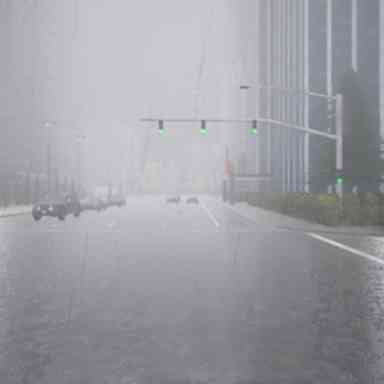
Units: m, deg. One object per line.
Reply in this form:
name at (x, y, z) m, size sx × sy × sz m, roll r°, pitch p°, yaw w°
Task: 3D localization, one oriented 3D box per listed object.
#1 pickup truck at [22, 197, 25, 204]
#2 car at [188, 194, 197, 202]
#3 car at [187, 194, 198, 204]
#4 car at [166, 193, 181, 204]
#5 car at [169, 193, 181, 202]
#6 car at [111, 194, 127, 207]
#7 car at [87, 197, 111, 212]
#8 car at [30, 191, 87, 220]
pickup truck at (-23.568, 0.826, 52.068) m, size 2.390 × 2.098 × 6.274 m, roll 0°, pitch 0°, yaw 31°
car at (0.130, 1.154, 67.307) m, size 1.882 × 1.535 × 5.008 m, roll 0°, pitch 0°, yaw 0°
car at (0.078, 1.258, 57.056) m, size 1.812 × 1.442 × 4.674 m, roll 0°, pitch 0°, yaw 0°
car at (-3.311, 1.260, 56.882) m, size 1.812 × 1.442 × 4.674 m, roll 0°, pitch 0°, yaw 1°
car at (-3.369, 1.039, 67.114) m, size 2.097 × 1.767 × 4.553 m, roll 0°, pitch 0°, yaw 0°
car at (-10.562, 1.139, 46.479) m, size 2.097 × 1.767 × 4.553 m, roll 0°, pitch 0°, yaw 0°
car at (-10.624, 1.399, 36.274) m, size 1.994 × 1.385 × 4.181 m, roll 0°, pitch 0°, yaw 0°
car at (-10.667, 1.101, 26.743) m, size 2.150 × 2.045 × 5.566 m, roll 0°, pitch 0°, yaw 0°
